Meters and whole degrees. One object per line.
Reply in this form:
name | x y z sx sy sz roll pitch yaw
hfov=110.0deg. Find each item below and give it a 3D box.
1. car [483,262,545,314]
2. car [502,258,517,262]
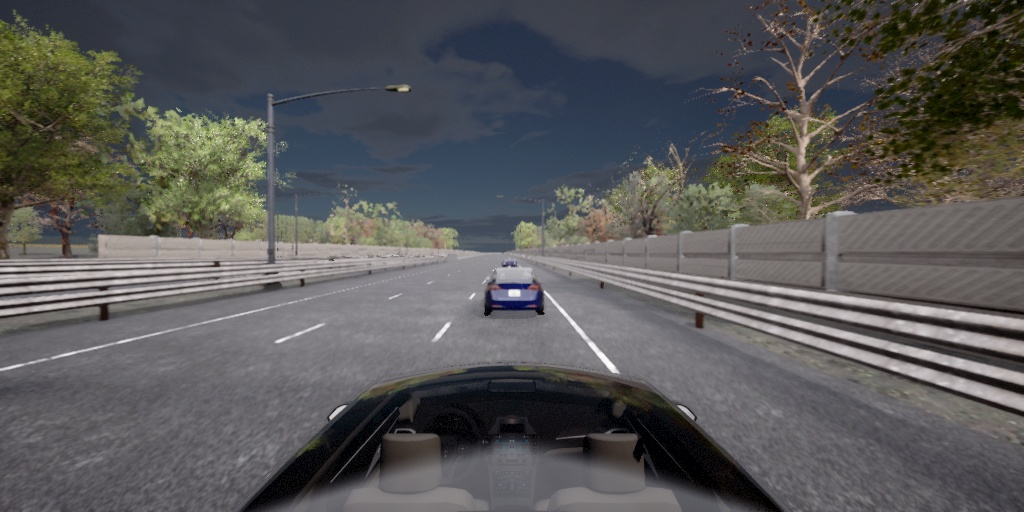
car | 0.059 1.128 13.045 2.163 1.488 4.792 0 1 0
car | -0.317 0.873 44.034 1.895 1.301 4.718 0 1 -1
